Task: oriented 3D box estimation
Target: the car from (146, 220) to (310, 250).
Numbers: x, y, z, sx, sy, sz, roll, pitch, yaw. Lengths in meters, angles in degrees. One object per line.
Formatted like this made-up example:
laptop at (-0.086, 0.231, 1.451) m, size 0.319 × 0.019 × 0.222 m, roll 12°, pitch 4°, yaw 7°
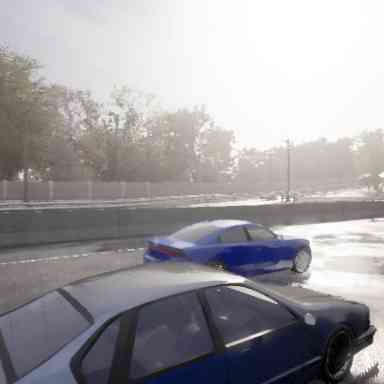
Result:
car at (1.160, 1.477, 8.869) m, size 5.008 × 1.535 × 1.882 m, roll 0°, pitch 0°, yaw -36°

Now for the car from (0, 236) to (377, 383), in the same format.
car at (-0.133, 1.547, 3.650) m, size 5.357 × 1.411 × 2.033 m, roll 0°, pitch 0°, yaw -36°

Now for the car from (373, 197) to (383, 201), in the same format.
car at (28.762, 1.507, 50.226) m, size 4.892 × 1.490 × 1.837 m, roll 0°, pitch 0°, yaw -35°

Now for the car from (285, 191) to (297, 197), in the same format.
car at (22.681, 0.565, 75.772) m, size 1.812 × 1.442 × 4.674 m, roll 0°, pitch 1°, yaw 32°

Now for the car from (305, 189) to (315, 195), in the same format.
car at (31.511, -0.081, 88.672) m, size 2.128 × 1.511 × 4.902 m, roll 0°, pitch 3°, yaw 36°

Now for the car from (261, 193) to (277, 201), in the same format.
car at (14.455, 0.875, 62.559) m, size 2.128 × 1.511 × 4.902 m, roll 0°, pitch 1°, yaw 31°
